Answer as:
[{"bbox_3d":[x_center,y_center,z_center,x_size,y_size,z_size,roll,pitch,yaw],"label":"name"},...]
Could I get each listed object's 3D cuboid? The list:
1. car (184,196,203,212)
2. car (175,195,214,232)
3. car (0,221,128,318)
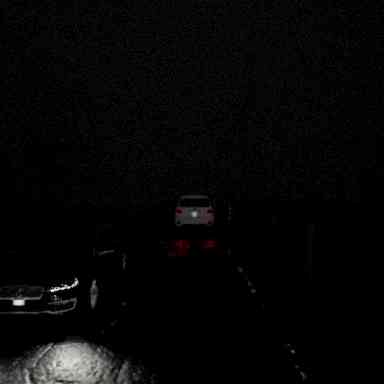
[{"bbox_3d":[0.187,1.339,39.432,2.097,1.767,4.553,0,0,0],"label":"car"},{"bbox_3d":[0.142,1.212,20.043,2.150,2.045,5.566,0,0,0],"label":"car"},{"bbox_3d":[-2.736,1.501,7.694,1.837,1.490,4.892,0,0,0],"label":"car"}]
